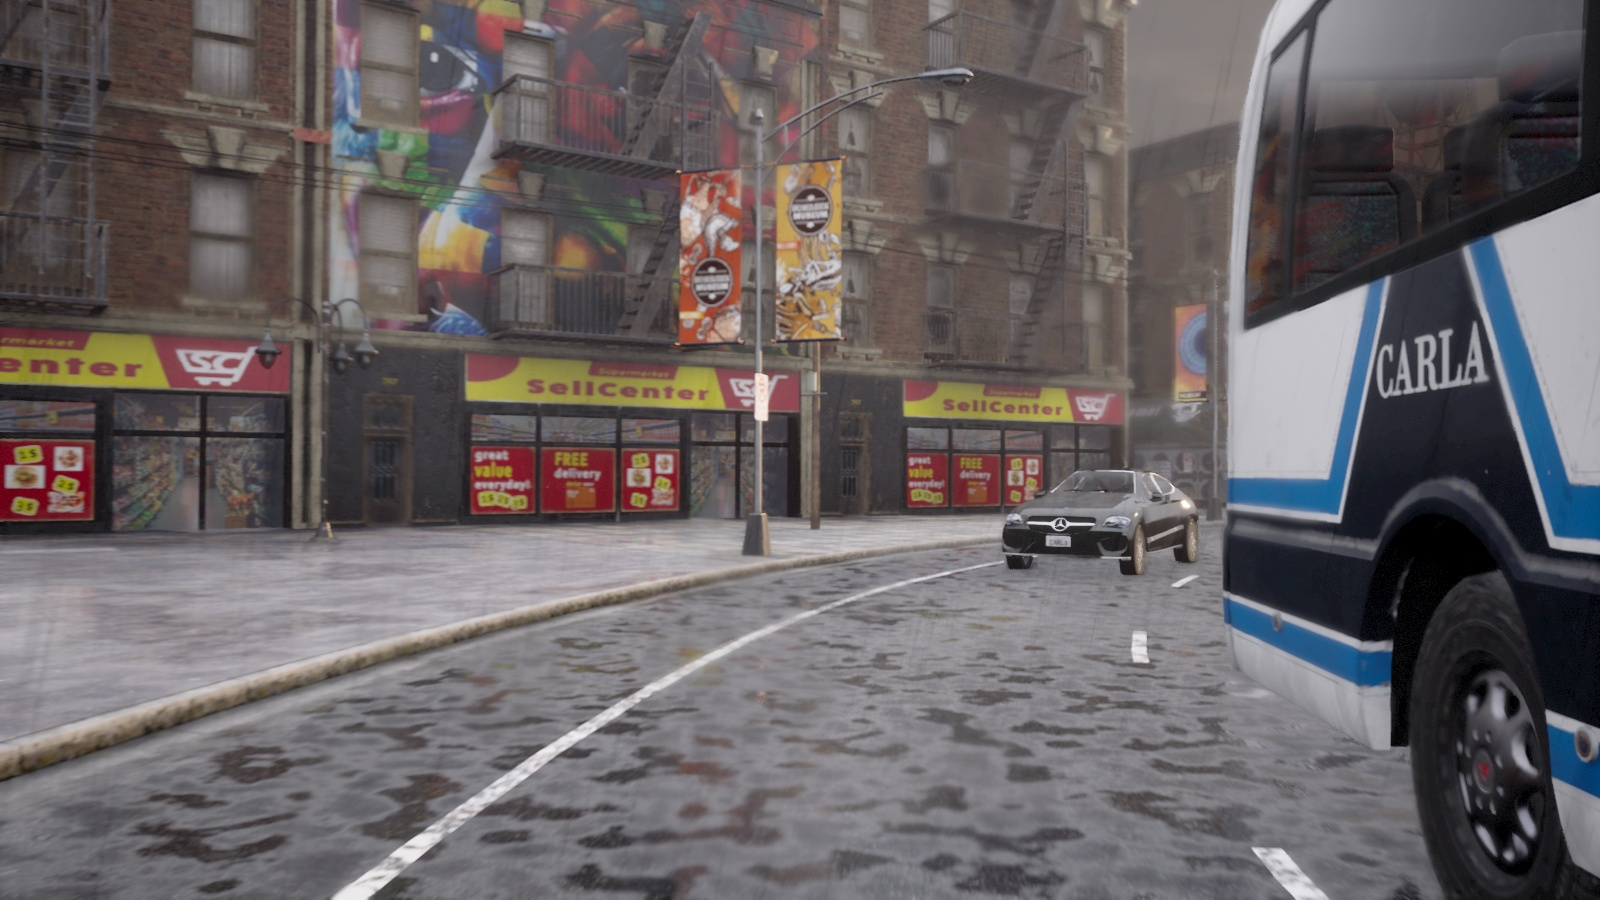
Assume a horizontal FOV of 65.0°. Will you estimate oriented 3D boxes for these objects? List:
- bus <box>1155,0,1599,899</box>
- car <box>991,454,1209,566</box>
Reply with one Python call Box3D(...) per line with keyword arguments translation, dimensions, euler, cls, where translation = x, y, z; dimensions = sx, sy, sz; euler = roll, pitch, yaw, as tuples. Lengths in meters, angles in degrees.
Box3D(translation=(3.436, -0.551, 1.260), dimensions=(3.944, 4.253, 10.273), euler=(0, -1, 4), cls="bus")
Box3D(translation=(5.201, 0.932, 21.184), dimensions=(2.152, 1.651, 5.027), euler=(-1, -1, 31), cls="car")
